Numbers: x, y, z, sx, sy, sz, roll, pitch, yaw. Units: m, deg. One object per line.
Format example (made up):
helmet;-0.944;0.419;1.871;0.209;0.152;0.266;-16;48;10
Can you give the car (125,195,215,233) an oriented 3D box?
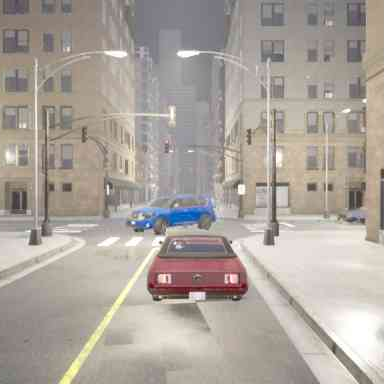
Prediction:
car;-1.041;1.223;18.808;5.566;2.045;2.150;0;-1;-45

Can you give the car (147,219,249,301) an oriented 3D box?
car;0.093;1.601;8.261;1.895;1.301;4.718;0;0;0

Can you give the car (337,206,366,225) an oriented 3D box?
car;12.945;1.510;22.875;5.357;1.411;2.033;0;0;0

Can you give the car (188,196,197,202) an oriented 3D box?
car;0.110;1.569;73.508;1.895;1.301;4.718;0;0;0
